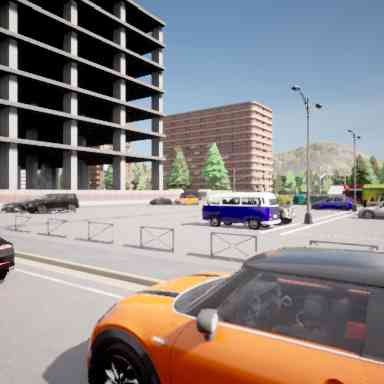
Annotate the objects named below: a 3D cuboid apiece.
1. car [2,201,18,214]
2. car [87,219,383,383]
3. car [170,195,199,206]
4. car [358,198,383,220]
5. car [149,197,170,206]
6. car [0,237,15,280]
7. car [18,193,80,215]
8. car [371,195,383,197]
[{"bbox_3d":[-17.560,1.435,35.459,2.128,1.511,4.902,0,0,35],"label":"car"},{"bbox_3d":[1.048,1.352,3.242,4.553,1.767,2.097,0,0,35],"label":"car"},{"bbox_3d":[-0.923,1.295,52.925,2.097,1.767,4.553,0,0,36],"label":"car"},{"bbox_3d":[14.579,1.395,24.826,3.806,1.475,1.970,0,0,36],"label":"car"},{"bbox_3d":[-4.972,1.507,53.271,1.994,1.385,4.181,0,0,35],"label":"car"},{"bbox_3d":[-6.511,1.491,8.588,4.902,1.511,2.128,0,0,35],"label":"car"},{"bbox_3d":[-14.250,1.161,34.081,2.150,2.045,5.566,0,1,35],"label":"car"},{"bbox_3d":[17.786,1.153,29.391,4.605,1.855,1.932,0,0,36],"label":"car"}]
